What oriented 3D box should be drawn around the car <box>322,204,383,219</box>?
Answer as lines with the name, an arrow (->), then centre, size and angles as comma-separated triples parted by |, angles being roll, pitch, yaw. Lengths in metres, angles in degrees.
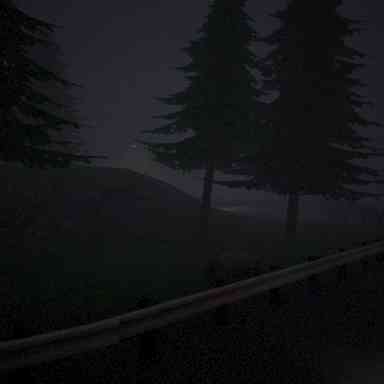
car -> 14.198, 1.532, 28.912 | 4.674, 1.442, 1.812 | 0, 0, 36

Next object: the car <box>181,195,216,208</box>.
car -> 0.930, 1.309, 47.072 | 4.553, 1.767, 2.097 | 0, 0, 36

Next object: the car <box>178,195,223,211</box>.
car -> 1.030, 1.473, 42.682 | 4.892, 1.490, 1.837 | 1, 0, 36

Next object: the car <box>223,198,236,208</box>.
car -> 4.259, 1.489, 48.989 | 4.674, 1.442, 1.812 | 0, 0, 36

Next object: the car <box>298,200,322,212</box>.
car -> 14.597, 1.549, 37.241 | 5.357, 1.411, 2.033 | 0, 0, 36
